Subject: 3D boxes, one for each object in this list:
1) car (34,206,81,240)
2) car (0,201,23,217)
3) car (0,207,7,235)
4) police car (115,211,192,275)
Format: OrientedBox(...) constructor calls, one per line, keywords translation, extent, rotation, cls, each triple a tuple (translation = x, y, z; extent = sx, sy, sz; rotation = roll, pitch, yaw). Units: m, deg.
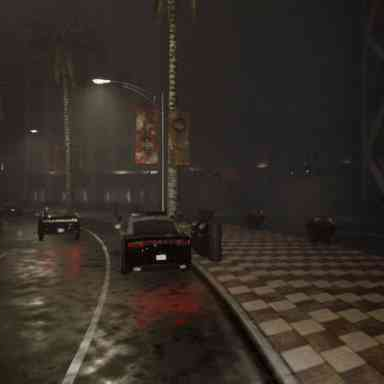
OrientedBox(translation=(-6.880, 1.486, 16.985), extent=(2.128, 1.511, 4.902), rotation=(0, 0, -26), cls="car")
OrientedBox(translation=(-17.247, 1.546, 30.507), extent=(4.181, 1.385, 1.994), rotation=(0, 0, 41), cls="car")
OrientedBox(translation=(-9.972, 1.591, 15.360), extent=(1.895, 1.301, 4.718), rotation=(0, 0, -25), cls="car")
OrientedBox(translation=(-1.414, 1.423, 10.777), extent=(1.930, 1.638, 5.238), rotation=(0, 0, -15), cls="police car")
